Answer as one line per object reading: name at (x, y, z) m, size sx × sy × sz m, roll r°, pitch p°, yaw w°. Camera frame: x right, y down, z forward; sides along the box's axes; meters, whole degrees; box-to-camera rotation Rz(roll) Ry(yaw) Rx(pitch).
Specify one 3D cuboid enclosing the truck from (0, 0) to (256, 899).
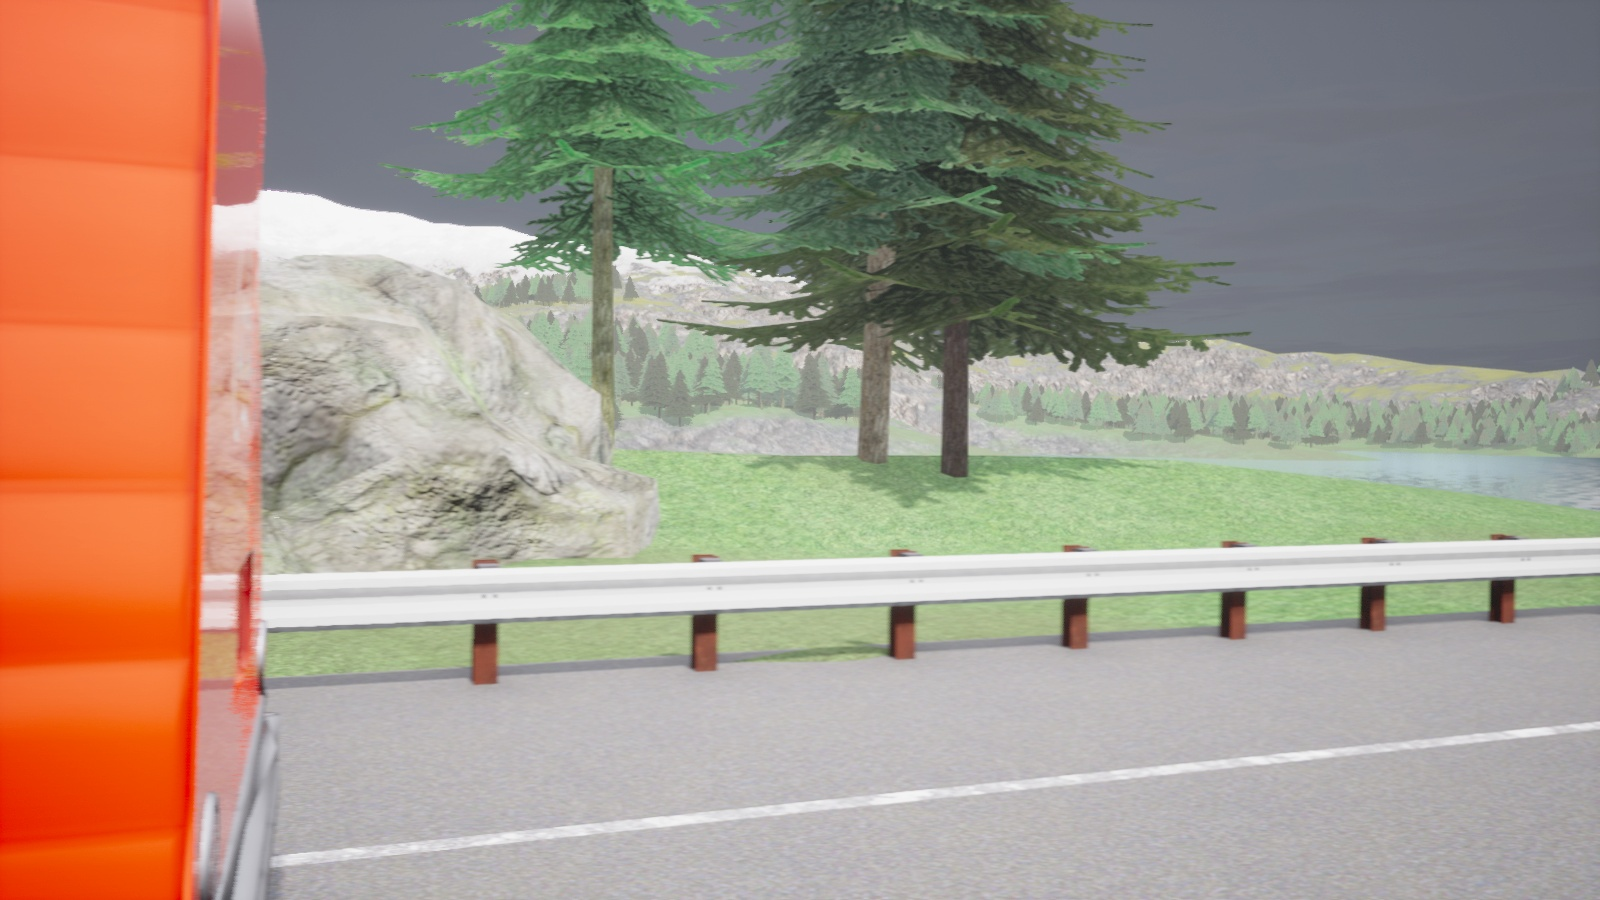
truck at (-3.708, 0.321, 1.825) m, size 5.204 × 2.467 × 2.627 m, roll -1°, pitch 1°, yaw -21°
